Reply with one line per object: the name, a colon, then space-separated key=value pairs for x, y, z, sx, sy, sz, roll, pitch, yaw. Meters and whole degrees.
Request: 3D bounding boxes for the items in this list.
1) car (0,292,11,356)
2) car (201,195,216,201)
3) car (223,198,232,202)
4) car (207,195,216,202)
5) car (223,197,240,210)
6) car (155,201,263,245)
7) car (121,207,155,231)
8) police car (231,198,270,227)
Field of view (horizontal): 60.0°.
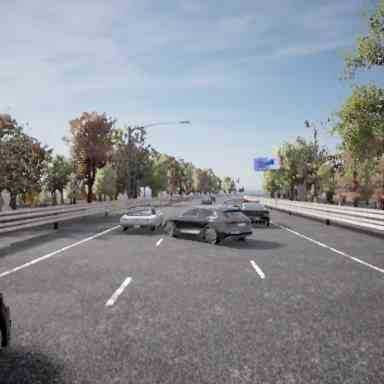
car: x=-3.354 y=1.489 z=2.506 sx=2.128 sy=1.511 sz=4.902 roll=0 pitch=0 yaw=1
car: x=2.515 y=1.545 z=55.508 sx=2.033 sy=1.411 sz=5.357 roll=0 pitch=0 yaw=6
car: x=4.558 y=1.342 z=33.623 sx=2.097 sy=1.767 sz=4.553 roll=0 pitch=0 yaw=3
car: x=4.625 y=1.518 z=77.483 sx=1.837 sy=1.490 sz=4.892 roll=0 pitch=0 yaw=7
car: x=5.214 y=1.484 z=44.511 sx=2.128 sy=1.511 sz=4.902 roll=0 pitch=0 yaw=4
car: x=0.619 y=1.421 z=15.657 sx=2.033 sy=1.649 sz=4.856 roll=-1 pitch=1 yaw=-40
car: x=-2.925 y=1.590 z=20.469 sx=1.895 sy=1.301 sz=4.718 roll=0 pitch=0 yaw=2
police car: x=4.061 y=1.414 z=22.897 sx=1.930 sy=1.638 sz=5.238 roll=0 pitch=0 yaw=2
